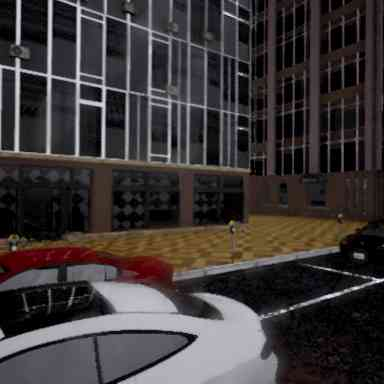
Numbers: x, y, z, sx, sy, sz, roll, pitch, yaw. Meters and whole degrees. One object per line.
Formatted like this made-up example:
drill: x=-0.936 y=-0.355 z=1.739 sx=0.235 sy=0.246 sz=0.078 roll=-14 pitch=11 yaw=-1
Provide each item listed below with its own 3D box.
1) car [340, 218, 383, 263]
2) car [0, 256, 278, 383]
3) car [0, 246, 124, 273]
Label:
car: x=6.919 y=1.609 z=11.490 sx=4.313 sy=1.339 sz=1.947 roll=0 pitch=0 yaw=-36
car: x=-1.341 y=1.527 z=2.415 sx=4.674 sy=1.442 sz=1.812 roll=0 pitch=0 yaw=-35
car: x=-2.346 y=1.548 z=4.891 sx=4.507 sy=1.381 sz=1.887 roll=0 pitch=0 yaw=-36
